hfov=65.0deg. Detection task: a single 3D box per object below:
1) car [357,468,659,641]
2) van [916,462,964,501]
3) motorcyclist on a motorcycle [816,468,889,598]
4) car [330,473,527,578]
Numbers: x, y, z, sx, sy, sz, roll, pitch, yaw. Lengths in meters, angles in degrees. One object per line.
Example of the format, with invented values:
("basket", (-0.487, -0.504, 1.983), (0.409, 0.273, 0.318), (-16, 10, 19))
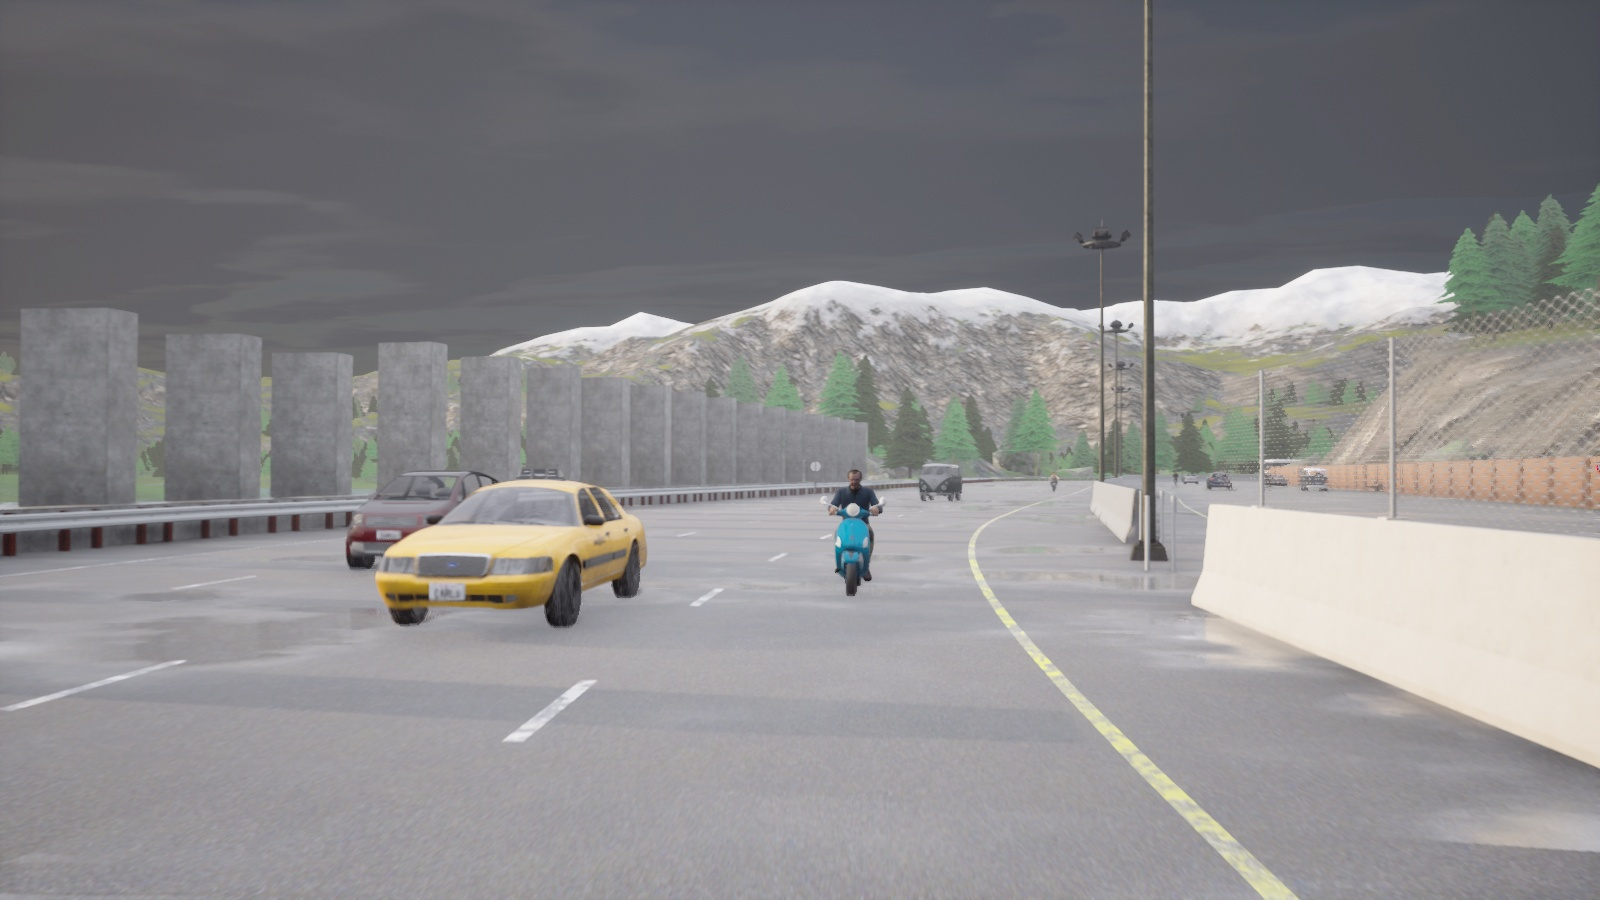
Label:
("car", (-2.990, 1.002, 14.214), (1.801, 1.575, 5.366), (0, -1, 4))
("van", (7.425, 1.650, 66.281), (1.775, 1.987, 4.442), (-1, -1, 16))
("motorcyclist on a motorcycle", (0.707, 1.037, 16.284), (0.866, 1.590, 1.817), (0, -1, 5))
("car", (-5.929, 1.158, 20.484), (1.789, 1.549, 3.705), (-1, -1, 6))
